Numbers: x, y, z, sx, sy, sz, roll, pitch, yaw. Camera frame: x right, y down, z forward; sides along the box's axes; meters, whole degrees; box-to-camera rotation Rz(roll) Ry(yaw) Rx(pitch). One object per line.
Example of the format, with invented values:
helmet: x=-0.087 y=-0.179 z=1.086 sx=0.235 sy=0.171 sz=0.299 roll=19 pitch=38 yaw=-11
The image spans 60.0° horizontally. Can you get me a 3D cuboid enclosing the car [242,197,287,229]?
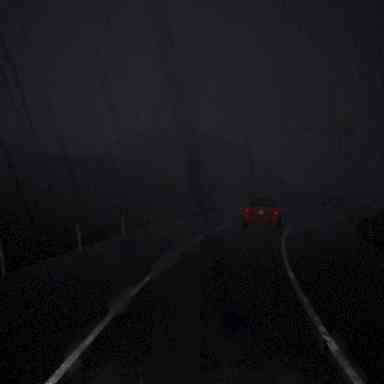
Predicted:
car: x=4.488 y=1.107 z=19.937 sx=2.097 sy=1.767 sz=4.553 roll=2 pitch=1 yaw=21

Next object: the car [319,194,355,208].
car: x=16.022 y=0.905 z=36.682 sx=5.357 sy=1.411 sz=2.033 roll=-3 pitch=6 yaw=-43
